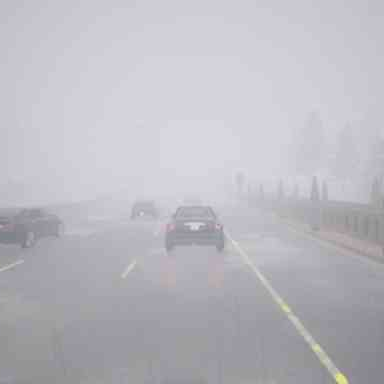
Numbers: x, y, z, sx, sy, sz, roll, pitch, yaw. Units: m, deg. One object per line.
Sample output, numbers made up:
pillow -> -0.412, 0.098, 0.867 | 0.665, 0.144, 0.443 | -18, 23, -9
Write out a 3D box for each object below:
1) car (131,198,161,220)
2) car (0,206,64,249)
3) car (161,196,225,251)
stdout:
car -> -3.404, 1.231, 25.100 | 1.837, 1.490, 4.892 | 0, 0, 0
car -> -6.903, 1.354, 13.703 | 1.837, 1.490, 4.892 | 0, 0, 0
car -> 0.098, 1.206, 13.506 | 2.097, 1.767, 4.553 | 0, 1, 0
